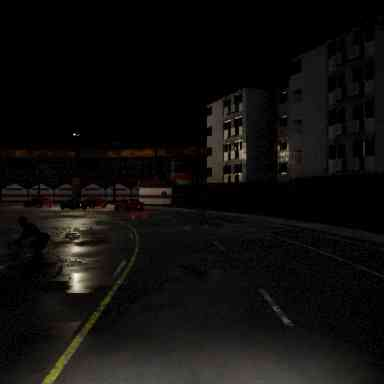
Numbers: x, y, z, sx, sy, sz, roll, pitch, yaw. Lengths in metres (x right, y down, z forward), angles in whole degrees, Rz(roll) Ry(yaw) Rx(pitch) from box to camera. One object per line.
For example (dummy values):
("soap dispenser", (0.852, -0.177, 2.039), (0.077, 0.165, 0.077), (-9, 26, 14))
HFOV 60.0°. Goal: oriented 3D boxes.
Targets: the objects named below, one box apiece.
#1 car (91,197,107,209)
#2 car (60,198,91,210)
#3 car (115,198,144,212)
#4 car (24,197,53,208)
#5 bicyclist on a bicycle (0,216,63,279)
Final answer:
("car", (-13.746, 1.477, 45.979), (5.008, 1.535, 1.882), (0, 0, 42))
("car", (-15.142, 1.564, 42.387), (1.994, 1.385, 4.181), (0, 0, -45))
("car", (-7.383, 1.478, 38.927), (1.882, 1.535, 5.008), (0, 0, -36))
("car", (-22.189, 1.477, 47.971), (5.008, 1.535, 1.882), (0, 0, 31))
("bicyclist on a bicycle", (-4.197, 1.455, 8.606), (1.656, 1.620, 0.582), (-2, 0, -2))
